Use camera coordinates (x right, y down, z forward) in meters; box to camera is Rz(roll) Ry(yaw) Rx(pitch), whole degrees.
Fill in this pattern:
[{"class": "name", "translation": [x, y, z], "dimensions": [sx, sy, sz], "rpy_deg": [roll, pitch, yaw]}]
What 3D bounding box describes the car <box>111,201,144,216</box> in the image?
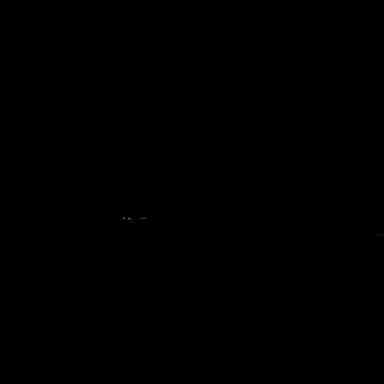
[{"class": "car", "translation": [-6.505, 1.647, 33.297], "dimensions": [1.837, 1.490, 4.892], "rpy_deg": [0, 1, -35]}]
